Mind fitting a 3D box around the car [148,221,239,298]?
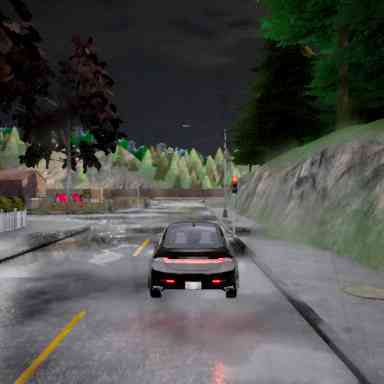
[{"bbox_3d":[0.048,1.494,8.499,2.128,1.511,4.902,0,0,1],"label":"car"}]
